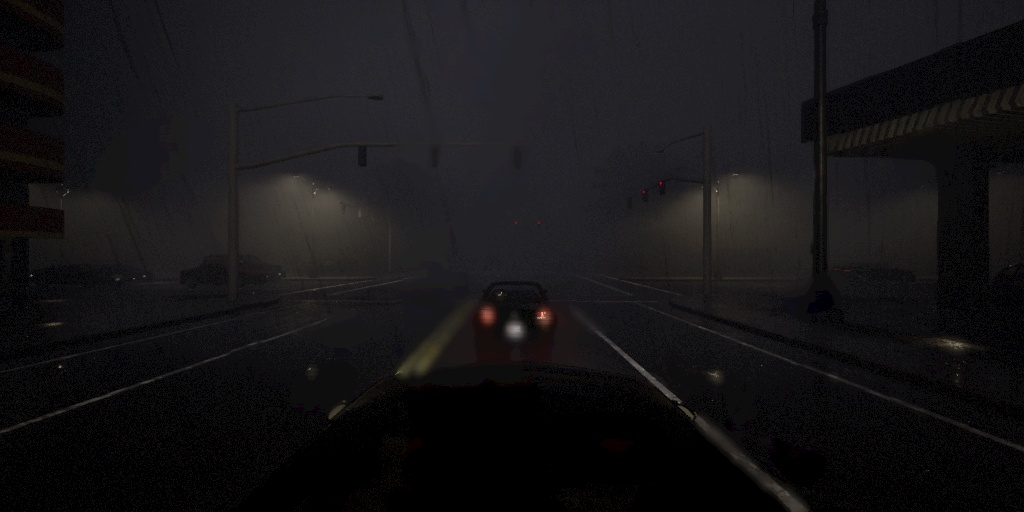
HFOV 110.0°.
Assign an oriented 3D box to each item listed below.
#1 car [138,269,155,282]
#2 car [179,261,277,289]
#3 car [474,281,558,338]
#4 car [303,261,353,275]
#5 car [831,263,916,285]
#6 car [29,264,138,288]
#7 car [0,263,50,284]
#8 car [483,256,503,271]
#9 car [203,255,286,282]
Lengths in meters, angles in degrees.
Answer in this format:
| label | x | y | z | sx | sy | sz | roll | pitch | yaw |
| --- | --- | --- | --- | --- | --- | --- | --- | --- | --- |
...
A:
| label | x | y | z | sx | sy | sz | roll | pitch | yaw |
| --- | --- | --- | --- | --- | --- | --- | --- | --- | --- |
| car | -29.312 | 1.323 | 26.647 | 4.181 | 1.385 | 1.994 | 0 | 0 | 0 |
| car | -18.333 | 1.235 | 22.951 | 5.008 | 1.535 | 1.882 | 0 | 0 | 1 |
| car | 0.096 | 1.354 | 10.184 | 1.895 | 1.301 | 4.718 | 0 | 0 | 0 |
| car | -19.572 | 1.254 | 38.165 | 4.902 | 1.511 | 2.128 | 0 | 0 | 1 |
| car | 25.858 | 1.250 | 25.687 | 4.902 | 1.511 | 2.128 | 0 | 0 | 1 |
| car | -27.835 | 1.249 | 23.123 | 4.902 | 1.511 | 2.128 | 0 | 0 | 1 |
| car | -37.994 | 1.285 | 26.813 | 4.674 | 1.442 | 1.812 | 0 | 0 | 1 |
| car | -2.733 | 0.989 | 49.445 | 2.150 | 2.045 | 5.566 | 0 | 0 | 0 |
| car | -19.893 | 0.980 | 26.498 | 5.566 | 2.045 | 2.150 | 0 | 0 | 1 |
